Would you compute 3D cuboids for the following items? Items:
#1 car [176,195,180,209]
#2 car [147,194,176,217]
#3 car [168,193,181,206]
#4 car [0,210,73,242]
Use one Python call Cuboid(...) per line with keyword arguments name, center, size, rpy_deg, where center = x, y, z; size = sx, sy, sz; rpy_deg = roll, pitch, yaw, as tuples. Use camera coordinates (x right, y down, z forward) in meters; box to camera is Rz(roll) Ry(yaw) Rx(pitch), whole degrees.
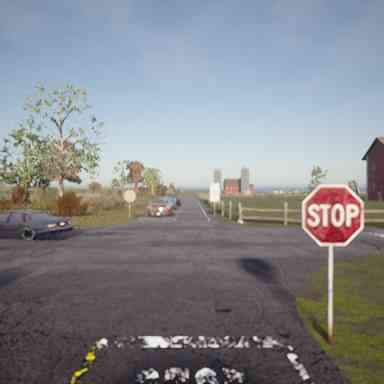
Cuboid(name="car", center=(-2.886, 1.469, 40.934), size=(1.812, 1.442, 4.674), rpy_deg=(0, 0, 1))
Cuboid(name="car", center=(-2.881, 1.309, 30.883), size=(2.097, 1.767, 4.553), rpy_deg=(0, 0, 0))
Cuboid(name="car", center=(-2.886, 1.151, 51.232), size=(2.150, 2.045, 5.566), rpy_deg=(0, 0, 0))
Cuboid(name="car", center=(-8.708, 1.614, 16.623), size=(5.357, 1.411, 2.033), rpy_deg=(-1, 0, 14))
